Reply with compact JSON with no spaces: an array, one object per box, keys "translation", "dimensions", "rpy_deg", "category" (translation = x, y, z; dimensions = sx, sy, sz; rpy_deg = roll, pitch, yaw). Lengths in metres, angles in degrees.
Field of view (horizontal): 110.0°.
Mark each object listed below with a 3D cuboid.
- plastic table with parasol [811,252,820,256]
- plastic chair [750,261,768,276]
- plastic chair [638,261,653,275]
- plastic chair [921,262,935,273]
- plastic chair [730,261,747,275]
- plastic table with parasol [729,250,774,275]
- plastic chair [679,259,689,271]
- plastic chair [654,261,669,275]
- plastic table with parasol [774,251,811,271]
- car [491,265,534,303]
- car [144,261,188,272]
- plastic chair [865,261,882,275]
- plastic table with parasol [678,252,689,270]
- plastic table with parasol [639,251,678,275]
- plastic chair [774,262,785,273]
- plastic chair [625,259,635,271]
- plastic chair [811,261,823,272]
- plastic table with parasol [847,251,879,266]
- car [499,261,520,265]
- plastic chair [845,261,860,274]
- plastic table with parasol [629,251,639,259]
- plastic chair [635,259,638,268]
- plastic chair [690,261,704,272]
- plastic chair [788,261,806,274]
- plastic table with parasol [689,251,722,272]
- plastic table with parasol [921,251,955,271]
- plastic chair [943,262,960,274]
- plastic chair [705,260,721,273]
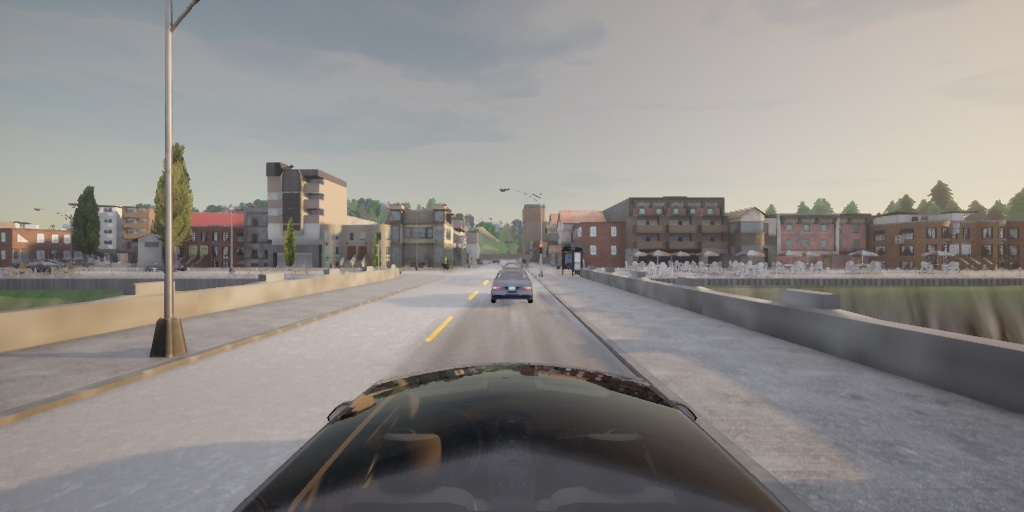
[{"translation":[37.431,0.673,45.414],"dimensions":[2.482,2.480,2.482],"rpy_deg":[0,0,0],"category":"plastic table with parasol"},{"translation":[23.699,1.276,34.456],"dimensions":[0.750,1.272,0.730],"rpy_deg":[0,0,0],"category":"plastic chair"},{"translation":[13.899,1.276,37.358],"dimensions":[0.730,1.272,0.750],"rpy_deg":[0,0,0],"category":"plastic chair"},{"translation":[46.800,1.277,40.352],"dimensions":[0.730,1.272,0.750],"rpy_deg":[0,0,0],"category":"plastic chair"},{"translation":[22.599,1.276,35.856],"dimensions":[0.730,1.272,0.750],"rpy_deg":[0,0,0],"category":"plastic chair"},{"translation":[23.799,0.672,35.806],"dimensions":[2.482,2.480,2.482],"rpy_deg":[0,0,0],"category":"plastic table with parasol"},{"translation":[22.501,1.276,46.456],"dimensions":[0.750,1.272,0.730],"rpy_deg":[0,0,0],"category":"plastic chair"},{"translation":[14.999,1.276,35.957],"dimensions":[0.750,1.272,0.730],"rpy_deg":[0,0,0],"category":"plastic chair"},{"translation":[30.510,0.672,39.635],"dimensions":[2.482,2.480,2.482],"rpy_deg":[0,0,0],"category":"plastic table with parasol"},{"translation":[0.000,1.310,16.500],"dimensions":[2.033,1.411,5.357],"rpy_deg":[0,0,0],"category":"car"},{"translation":[-43.219,1.319,44.810],"dimensions":[4.181,1.385,1.994],"rpy_deg":[0,0,0],"category":"car"},{"translation":[37.799,1.277,37.354],"dimensions":[0.750,1.272,0.730],"rpy_deg":[0,0,0],"category":"plastic chair"},{"translation":[22.511,0.672,47.926],"dimensions":[2.482,2.480,2.482],"rpy_deg":[0,0,0],"category":"plastic table with parasol"},{"translation":[15.169,0.672,37.217],"dimensions":[2.482,2.480,2.482],"rpy_deg":[0,0,0],"category":"plastic table with parasol"},{"translation":[29.331,1.276,39.751],"dimensions":[0.730,1.272,0.750],"rpy_deg":[0,0,-1],"category":"plastic chair"},{"translation":[14.701,1.276,45.157],"dimensions":[0.730,1.272,0.750],"rpy_deg":[0,0,0],"category":"plastic chair"},{"translation":[37.400,1.277,43.954],"dimensions":[0.750,1.272,0.730],"rpy_deg":[0,0,0],"category":"plastic chair"},{"translation":[37.790,0.673,38.664],"dimensions":[2.482,2.480,2.482],"rpy_deg":[0,0,0],"category":"plastic table with parasol"},{"translation":[0.000,1.280,31.500],"dimensions":[1.812,1.442,4.674],"rpy_deg":[0,0,0],"category":"car"},{"translation":[36.662,1.276,38.752],"dimensions":[0.730,1.272,0.750],"rpy_deg":[0,0,0],"category":"plastic chair"},{"translation":[15.920,0.672,45.037],"dimensions":[2.482,2.480,2.482],"rpy_deg":[0,0,0],"category":"plastic table with parasol"},{"translation":[15.800,1.276,43.757],"dimensions":[0.750,1.272,0.730],"rpy_deg":[0,0,0],"category":"plastic chair"},{"translation":[21.700,1.276,42.056],"dimensions":[0.730,1.272,0.750],"rpy_deg":[0,0,0],"category":"plastic chair"},{"translation":[30.499,1.276,38.355],"dimensions":[0.750,1.272,0.730],"rpy_deg":[0,0,0],"category":"plastic chair"},{"translation":[22.900,0.672,42.006],"dimensions":[2.482,2.480,2.482],"rpy_deg":[0,0,0],"category":"plastic table with parasol"},{"translation":[48.000,0.673,40.452],"dimensions":[2.482,2.480,2.482],"rpy_deg":[0,0,0],"category":"plastic table with parasol"},{"translation":[47.900,1.277,38.952],"dimensions":[0.750,1.272,0.730],"rpy_deg":[0,0,0],"category":"plastic chair"},{"translation":[22.800,1.276,40.656],"dimensions":[0.750,1.272,0.730],"rpy_deg":[0,0,0],"category":"plastic chair"}]
